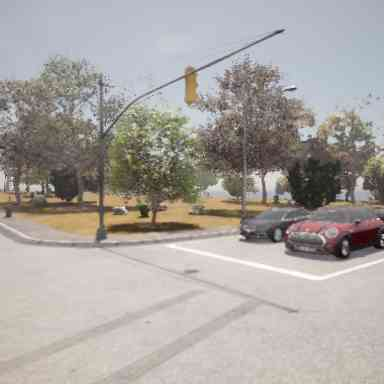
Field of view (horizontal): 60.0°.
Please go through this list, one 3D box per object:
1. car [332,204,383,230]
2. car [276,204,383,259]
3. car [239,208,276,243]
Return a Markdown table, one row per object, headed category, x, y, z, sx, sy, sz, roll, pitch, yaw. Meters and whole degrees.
| category | x | y | z | sx | sy | sz | roll | pitch | yaw |
| --- | --- | --- | --- | --- | --- | --- | --- | --- | --- |
| car | 11.297 | 1.577 | 22.073 | 4.181 | 1.385 | 1.994 | 0 | 0 | -40 |
| car | 5.609 | 1.361 | 12.847 | 4.553 | 1.767 | 2.097 | 0 | 0 | -39 |
| car | 4.424 | 1.519 | 16.412 | 4.892 | 1.490 | 1.837 | 0 | 0 | -39 |
